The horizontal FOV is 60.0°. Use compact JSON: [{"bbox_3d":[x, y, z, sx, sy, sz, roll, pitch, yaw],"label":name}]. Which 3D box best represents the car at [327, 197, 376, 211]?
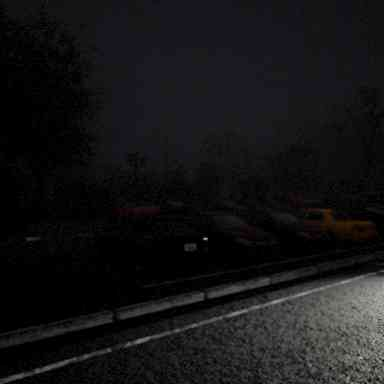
[{"bbox_3d":[19.069,1.351,39.962,2.163,1.488,4.792,-1,1,-35],"label":"car"}]

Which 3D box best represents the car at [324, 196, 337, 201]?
[{"bbox_3d":[12.053,1.426,34.977,2.097,1.535,5.008,0,0,-35],"label":"car"}]

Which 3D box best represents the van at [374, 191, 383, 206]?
[{"bbox_3d":[28.251,0.915,46.531,1.878,1.987,4.442,-1,1,-35],"label":"van"}]

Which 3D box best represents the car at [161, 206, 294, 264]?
[{"bbox_3d":[0.946,1.434,11.777,2.002,1.452,4.674,0,0,-35],"label":"car"}]

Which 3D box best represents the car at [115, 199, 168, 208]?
[{"bbox_3d":[-4.000,1.273,23.639,2.185,1.767,4.553,0,0,-35],"label":"car"}]

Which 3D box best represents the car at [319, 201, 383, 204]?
[{"bbox_3d":[7.880,1.407,16.654,2.097,1.535,5.008,0,0,-35],"label":"car"}]

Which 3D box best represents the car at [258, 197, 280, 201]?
[{"bbox_3d":[5.132,1.446,30.073,2.163,1.488,4.792,0,0,-35],"label":"car"}]

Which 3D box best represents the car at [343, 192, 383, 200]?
[{"bbox_3d":[12.513,1.165,19.890,2.435,2.045,5.566,0,0,-35],"label":"car"}]

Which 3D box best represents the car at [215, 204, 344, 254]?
[{"bbox_3d":[3.255,1.438,13.404,2.002,1.452,4.674,0,0,-35],"label":"car"}]

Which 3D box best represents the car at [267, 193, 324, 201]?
[{"bbox_3d":[9.748,1.174,33.326,2.435,2.045,5.566,0,0,-35],"label":"car"}]

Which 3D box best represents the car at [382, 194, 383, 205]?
[{"bbox_3d":[30.523,1.098,47.996,2.097,1.535,5.008,-1,1,-35],"label":"car"}]

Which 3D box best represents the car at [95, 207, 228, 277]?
[{"bbox_3d":[-1.381,1.419,10.170,2.163,1.488,4.792,0,0,-35],"label":"car"}]

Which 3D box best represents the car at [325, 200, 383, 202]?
[{"bbox_3d":[10.183,1.412,18.289,2.097,1.535,5.008,0,0,-35],"label":"car"}]

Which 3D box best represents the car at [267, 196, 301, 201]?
[{"bbox_3d":[7.440,1.450,31.699,2.163,1.488,4.792,0,0,-35],"label":"car"}]

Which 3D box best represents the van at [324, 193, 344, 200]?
[{"bbox_3d":[16.842,1.141,38.210,1.878,1.987,4.442,-1,1,-35],"label":"van"}]

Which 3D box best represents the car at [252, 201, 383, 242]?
[{"bbox_3d":[5.460,1.400,15.182,1.946,1.575,5.366,0,0,-35],"label":"car"}]

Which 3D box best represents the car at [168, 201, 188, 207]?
[{"bbox_3d":[-1.808,1.402,25.215,2.097,1.535,5.008,0,0,-35],"label":"car"}]

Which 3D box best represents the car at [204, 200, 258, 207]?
[{"bbox_3d":[2.904,1.413,28.549,2.231,1.521,4.892,0,0,-35],"label":"car"}]

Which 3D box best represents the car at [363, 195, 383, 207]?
[{"bbox_3d":[26.007,1.187,44.817,2.231,1.521,4.892,-1,1,-35],"label":"car"}]
